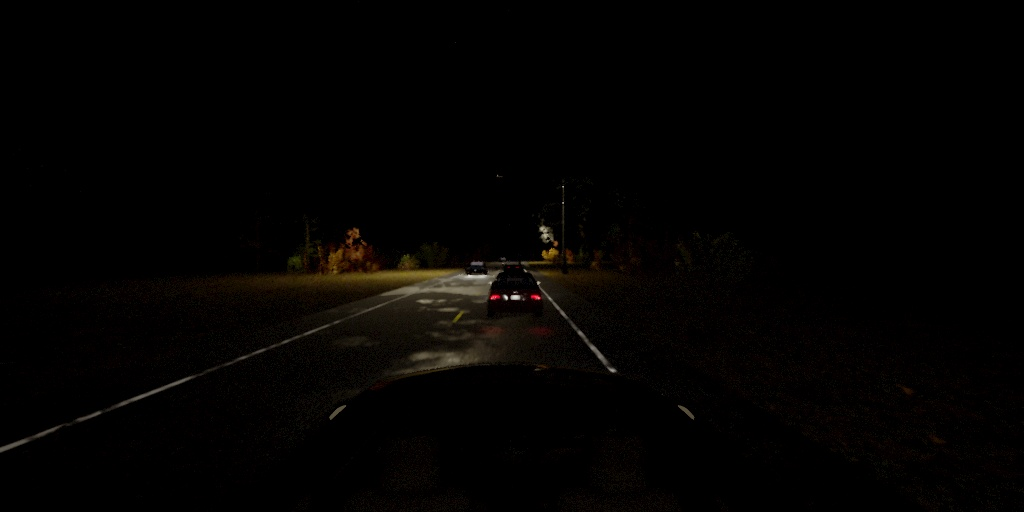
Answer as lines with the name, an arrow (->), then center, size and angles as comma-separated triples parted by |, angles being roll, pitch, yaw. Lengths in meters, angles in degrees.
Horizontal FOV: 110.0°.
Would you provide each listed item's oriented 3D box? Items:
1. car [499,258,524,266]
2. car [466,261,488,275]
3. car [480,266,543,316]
car -> 0.104, 1.190, 33.086 | 2.128, 1.511, 4.902 | 0, 0, 0
car -> -3.584, 1.256, 37.142 | 1.994, 1.385, 4.181 | 0, 0, 0
car -> 0.101, 1.278, 13.170 | 2.033, 1.411, 5.357 | 0, 0, 0
